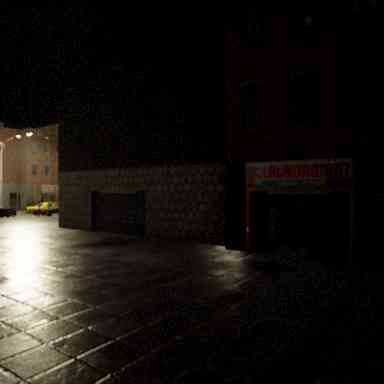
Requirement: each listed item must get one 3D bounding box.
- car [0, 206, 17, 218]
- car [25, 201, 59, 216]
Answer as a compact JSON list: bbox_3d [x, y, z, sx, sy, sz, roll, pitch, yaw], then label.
[{"bbox_3d":[-17.128,1.601,28.011,1.947,1.339,4.313,0,-1,35],"label":"car"},{"bbox_3d":[-13.777,1.605,32.736,1.752,1.417,4.829,0,-1,35],"label":"car"}]
